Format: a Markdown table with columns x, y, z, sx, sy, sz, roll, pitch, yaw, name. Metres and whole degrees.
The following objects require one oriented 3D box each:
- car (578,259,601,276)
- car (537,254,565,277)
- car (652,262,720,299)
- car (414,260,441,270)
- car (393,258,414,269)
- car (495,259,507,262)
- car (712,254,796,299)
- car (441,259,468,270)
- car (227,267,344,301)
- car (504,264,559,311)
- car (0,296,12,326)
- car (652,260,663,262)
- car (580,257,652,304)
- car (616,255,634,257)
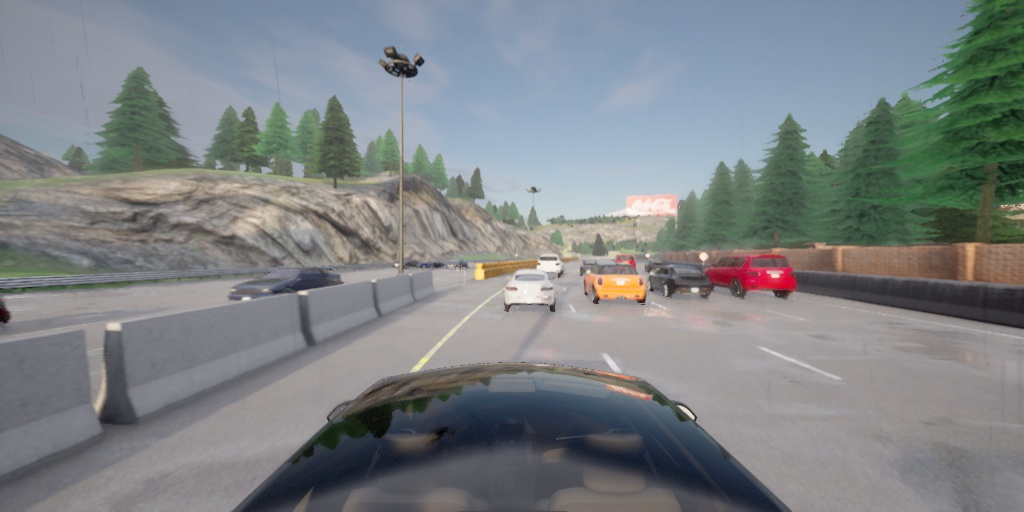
| x | y | z | sx | sy | sz | roll | pitch | yaw | name |
| --- | --- | --- | --- | --- | --- | --- | --- | --- | --- |
| 7.848 | 1.130 | 36.072 | 2.128 | 1.511 | 4.902 | 0 | 0 | 13 | car |
| 3.686 | 0.858 | 33.718 | 2.150 | 2.045 | 5.566 | 0 | 0 | 12 | car |
| 8.155 | 1.215 | 17.883 | 1.837 | 1.490 | 4.892 | 0 | 0 | 6 | car |
| -10.896 | 1.140 | 48.764 | 1.895 | 1.301 | 4.718 | 0 | 0 | 15 | car |
| -14.408 | 1.021 | 49.117 | 2.128 | 1.511 | 4.902 | 0 | 0 | 15 | car |
| -1.605 | 1.097 | 56.727 | 1.994 | 1.385 | 4.181 | 0 | 0 | 15 | car |
| 11.683 | 0.940 | 18.139 | 2.150 | 2.045 | 5.566 | 0 | 0 | 7 | car |
| -7.389 | 1.076 | 48.342 | 1.812 | 1.442 | 4.674 | 0 | 0 | 15 | car |
| -9.832 | 1.215 | 16.261 | 2.033 | 1.411 | 5.357 | 0 | 0 | 5 | car |
| 0.742 | 1.230 | 14.074 | 1.812 | 1.442 | 4.674 | 0 | 0 | 5 | car |
| -13.874 | 1.254 | 7.387 | 1.994 | 1.385 | 4.181 | 0 | 0 | 2 | car |
| 16.159 | 1.148 | 40.659 | 1.837 | 1.490 | 4.892 | 0 | 0 | 14 | car |
| 4.466 | 1.058 | 16.157 | 2.097 | 1.767 | 4.553 | 0 | 0 | 6 | car |
| 11.924 | 0.863 | 38.188 | 2.150 | 2.045 | 5.566 | 0 | 0 | 14 | car |
